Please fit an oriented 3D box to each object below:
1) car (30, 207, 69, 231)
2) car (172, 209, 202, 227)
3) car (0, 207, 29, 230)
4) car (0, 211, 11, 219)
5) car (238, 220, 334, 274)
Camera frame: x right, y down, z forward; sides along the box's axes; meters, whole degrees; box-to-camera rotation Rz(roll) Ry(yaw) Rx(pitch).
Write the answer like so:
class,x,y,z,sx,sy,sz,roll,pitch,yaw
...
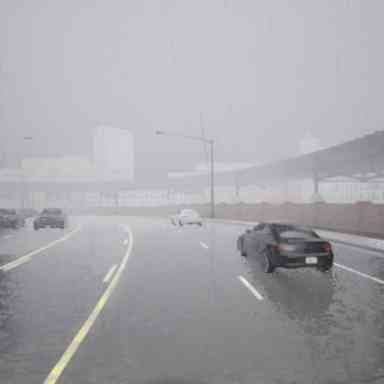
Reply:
class,x,y,z,sx,sy,sz,roll,pitch,yaw
car,-10.755,1.985,25.657,2.097,1.767,4.553,0,-3,-16
car,-0.502,2.207,28.657,1.812,1.442,4.674,0,-3,-15
car,-14.445,2.026,25.886,2.097,1.767,4.553,0,-3,-17
car,-35.495,4.218,61.500,4.674,1.442,1.812,-3,-3,38
car,2.857,1.649,10.916,1.812,1.442,4.674,0,-1,-6
